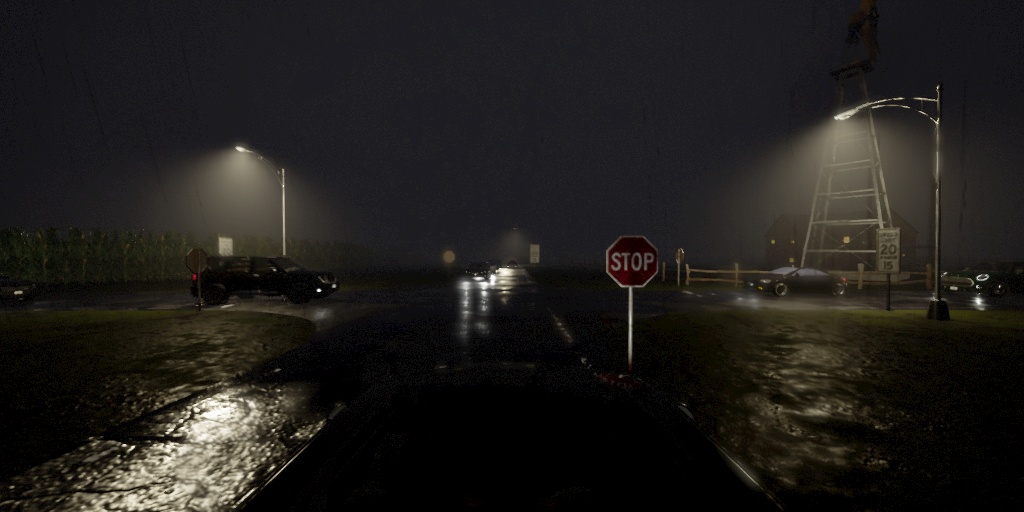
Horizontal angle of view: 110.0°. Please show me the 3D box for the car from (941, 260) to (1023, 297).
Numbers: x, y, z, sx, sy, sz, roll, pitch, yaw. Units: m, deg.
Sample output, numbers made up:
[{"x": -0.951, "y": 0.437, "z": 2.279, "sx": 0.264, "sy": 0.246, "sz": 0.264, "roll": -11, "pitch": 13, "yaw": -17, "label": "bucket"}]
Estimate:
[{"x": 23.972, "y": 0.993, "z": 17.543, "sx": 4.553, "sy": 1.767, "sz": 2.097, "roll": 0, "pitch": 1, "yaw": 2, "label": "car"}]

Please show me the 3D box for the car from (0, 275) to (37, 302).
[{"x": -23.828, "y": 1.325, "z": 15.511, "sx": 5.008, "sy": 1.535, "sz": 1.882, "roll": 0, "pitch": 1, "yaw": 0, "label": "car"}]

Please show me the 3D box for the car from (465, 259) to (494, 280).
[{"x": -2.858, "y": 1.245, "z": 31.047, "sx": 1.837, "sy": 1.490, "sz": 4.892, "roll": 0, "pitch": 0, "yaw": 2, "label": "car"}]

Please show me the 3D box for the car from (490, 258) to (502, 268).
[{"x": -2.730, "y": 1.187, "z": 61.666, "sx": 1.882, "sy": 1.535, "sz": 5.008, "roll": 0, "pitch": 0, "yaw": 0, "label": "car"}]

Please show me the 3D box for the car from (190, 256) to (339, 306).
[{"x": -10.719, "y": 1.019, "z": 15.803, "sx": 5.566, "sy": 2.045, "sz": 2.150, "roll": -1, "pitch": 1, "yaw": -4, "label": "car"}]

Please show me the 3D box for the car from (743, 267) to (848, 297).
[{"x": 13.993, "y": 1.239, "z": 17.855, "sx": 4.181, "sy": 1.385, "sz": 1.994, "roll": 0, "pitch": 1, "yaw": 3, "label": "car"}]

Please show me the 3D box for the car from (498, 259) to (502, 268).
[{"x": -2.768, "y": 1.269, "z": 51.141, "sx": 2.033, "sy": 1.411, "sz": 5.357, "roll": 0, "pitch": 0, "yaw": 0, "label": "car"}]

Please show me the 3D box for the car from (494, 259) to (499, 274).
[{"x": -2.797, "y": 1.332, "z": 40.828, "sx": 1.895, "sy": 1.301, "sz": 4.718, "roll": 0, "pitch": 0, "yaw": 0, "label": "car"}]
